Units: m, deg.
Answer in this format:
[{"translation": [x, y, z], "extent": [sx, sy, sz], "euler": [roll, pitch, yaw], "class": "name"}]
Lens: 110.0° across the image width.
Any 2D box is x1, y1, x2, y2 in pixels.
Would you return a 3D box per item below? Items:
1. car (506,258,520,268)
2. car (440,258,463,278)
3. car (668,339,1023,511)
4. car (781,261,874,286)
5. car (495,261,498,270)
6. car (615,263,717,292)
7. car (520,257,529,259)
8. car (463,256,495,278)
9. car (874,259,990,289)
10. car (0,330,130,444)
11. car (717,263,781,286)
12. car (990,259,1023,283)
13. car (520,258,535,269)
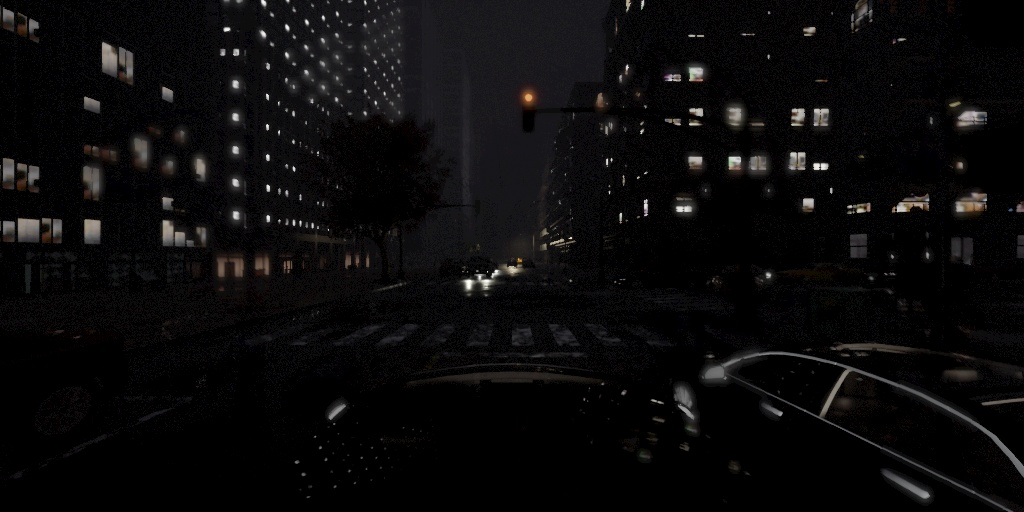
[{"translation": [0.029, 1.285, 64.303], "extent": [2.128, 1.511, 4.902], "euler": [0, 0, 0], "class": "car"}, {"translation": [-5.676, 1.079, 34.984], "extent": [2.192, 1.841, 5.009], "euler": [0, 0, 0], "class": "car"}, {"translation": [2.689, 1.300, 2.592], "extent": [2.007, 1.370, 4.403], "euler": [0, 0, 0], "class": "car"}, {"translation": [18.841, 0.993, 22.055], "extent": [4.829, 1.417, 1.751], "euler": [0, 0, -1], "class": "car"}, {"translation": [-3.080, 1.298, 44.491], "extent": [1.812, 1.442, 4.674], "euler": [0, 0, 0], "class": "car"}, {"translation": [8.208, 1.139, 19.832], "extent": [4.892, 1.490, 1.837], "euler": [-1, 0, 6], "class": "car"}, {"translation": [2.719, 1.316, 62.763], "extent": [1.751, 1.417, 4.829], "euler": [0, 0, 0], "class": "car"}, {"translation": [-3.084, 0.986, 34.609], "extent": [2.150, 2.045, 5.566], "euler": [0, 0, 0], "class": "car"}, {"translation": [21.990, 0.915, 19.494], "extent": [4.902, 1.511, 2.128], "euler": [-1, 0, -1], "class": "car"}, {"translation": [-5.692, 1.295, 2.597], "extent": [1.888, 1.381, 4.507], "euler": [0, 0, 0], "class": "car"}, {"translation": [13.444, 1.095, 22.003], "extent": [4.403, 1.370, 2.007], "euler": [0, 0, -1], "class": "car"}, {"translation": [30.146, 0.859, 22.164], "extent": [4.507, 1.381, 1.888], "euler": [0, 0, -1], "class": "car"}, {"translation": [2.717, 1.350, 57.071], "extent": [1.948, 1.339, 4.313], "euler": [0, 0, 0], "class": "car"}]
